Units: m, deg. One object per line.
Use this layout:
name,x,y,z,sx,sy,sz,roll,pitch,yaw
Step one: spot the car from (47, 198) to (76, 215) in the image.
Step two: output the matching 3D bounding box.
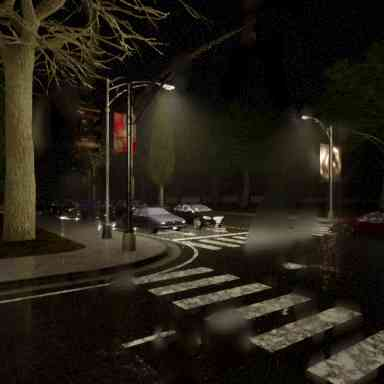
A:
car,-14.037,1.676,36.319,1.837,1.490,4.892,0,0,-36

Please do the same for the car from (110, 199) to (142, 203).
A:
car,-5.255,1.474,29.761,2.097,1.767,4.553,0,0,-36

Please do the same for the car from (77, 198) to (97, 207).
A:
car,-18.807,1.850,59.625,1.882,1.535,5.008,0,-1,-36

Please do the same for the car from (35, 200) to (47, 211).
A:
car,-20.078,1.806,44.700,1.994,1.385,4.181,0,0,-36

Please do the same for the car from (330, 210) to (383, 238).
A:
car,9.324,1.559,15.555,2.033,1.411,5.357,0,0,-36

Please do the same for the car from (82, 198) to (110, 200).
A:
car,-11.161,1.742,37.893,1.994,1.385,4.181,0,0,-36

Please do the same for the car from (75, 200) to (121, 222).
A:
car,-7.941,1.677,27.926,1.994,1.385,4.181,0,0,-36

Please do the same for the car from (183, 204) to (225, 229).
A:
car,0.166,1.568,22.319,2.128,1.511,4.902,0,0,-36

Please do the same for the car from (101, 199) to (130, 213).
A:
car,-9.630,1.707,41.642,1.837,1.490,4.892,0,0,-36

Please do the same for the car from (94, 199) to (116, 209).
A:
car,-13.931,1.824,52.967,1.812,1.442,4.674,0,-1,-36

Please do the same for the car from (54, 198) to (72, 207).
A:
car,-23.633,1.880,60.898,1.882,1.535,5.008,0,-2,-36

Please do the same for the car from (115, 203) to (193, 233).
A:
car,-2.509,1.614,20.450,2.033,1.411,5.357,0,0,-36

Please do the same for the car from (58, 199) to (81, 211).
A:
car,-17.080,1.775,46.098,1.812,1.442,4.674,0,0,-36
